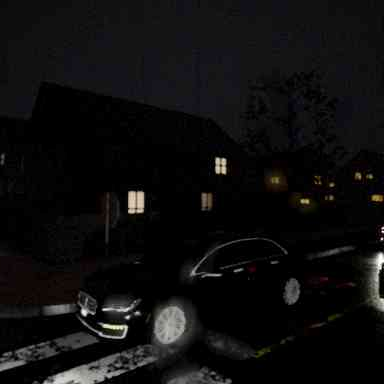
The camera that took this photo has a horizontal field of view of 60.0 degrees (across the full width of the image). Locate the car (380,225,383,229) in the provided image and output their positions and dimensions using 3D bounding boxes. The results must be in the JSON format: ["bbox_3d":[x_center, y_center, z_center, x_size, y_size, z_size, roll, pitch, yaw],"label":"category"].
[{"bbox_3d":[9.859,1.517,14.290,4.553,1.767,2.097,1,-1,-41],"label":"car"}]

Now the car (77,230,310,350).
[{"bbox_3d":[0.318,1.565,6.450,4.892,1.490,1.837,0,-1,-37],"label":"car"}]

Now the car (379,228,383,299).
[{"bbox_3d":[5.571,1.561,6.858,4.902,1.511,2.128,1,-1,-41],"label":"car"}]
